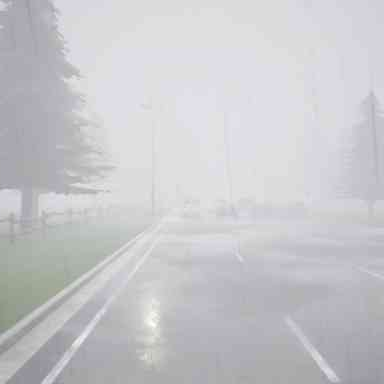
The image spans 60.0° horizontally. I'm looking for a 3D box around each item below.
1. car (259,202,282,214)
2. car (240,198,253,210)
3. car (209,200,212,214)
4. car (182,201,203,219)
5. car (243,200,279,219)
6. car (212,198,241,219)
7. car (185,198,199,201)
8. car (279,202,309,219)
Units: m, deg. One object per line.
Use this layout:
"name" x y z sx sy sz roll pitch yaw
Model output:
"car" 10.504 2.080 44.775 1.837 1.490 4.892 0 -1 0
"car" 7.004 1.797 44.795 2.150 2.045 5.566 0 -1 0
"car" 3.504 1.797 44.795 2.150 2.045 5.566 0 -1 0
"car" 0.003 1.973 34.756 1.812 1.442 4.674 0 -1 0
"car" 7.003 1.933 34.339 2.128 1.511 4.902 0 -1 0
"car" 3.503 1.798 34.728 2.097 1.767 4.553 0 -1 0
"car" 0.004 1.797 44.796 2.150 2.045 5.566 0 -1 0
"car" 10.503 1.798 34.728 2.097 1.767 4.553 0 -1 0
